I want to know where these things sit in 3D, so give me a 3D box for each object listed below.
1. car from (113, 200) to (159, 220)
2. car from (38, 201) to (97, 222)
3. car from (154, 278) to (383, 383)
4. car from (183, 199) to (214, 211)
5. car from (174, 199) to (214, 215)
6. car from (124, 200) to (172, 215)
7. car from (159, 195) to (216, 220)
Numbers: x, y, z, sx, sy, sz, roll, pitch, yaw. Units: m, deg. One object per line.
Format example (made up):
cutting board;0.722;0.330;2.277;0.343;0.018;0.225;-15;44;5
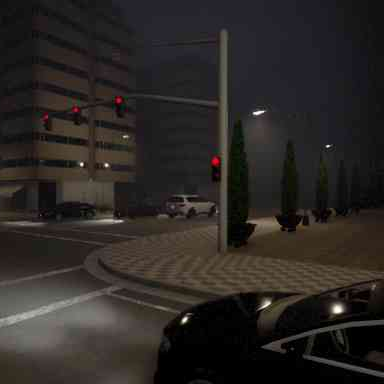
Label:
car;-4.837;1.619;29.058;1.994;1.385;4.181;0;0;35
car;-10.212;1.560;27.513;1.837;1.490;4.892;0;0;35
car;1.853;1.492;2.652;4.902;1.511;2.128;0;0;36
car;0.856;1.619;43.161;1.994;1.385;4.181;0;0;36
car;0.311;1.533;36.346;1.882;1.535;5.008;0;0;35
car;-4.593;1.603;35.470;2.033;1.411;5.357;0;0;35
car;-0.029;1.277;29.441;2.150;2.045;5.566;0;0;35
